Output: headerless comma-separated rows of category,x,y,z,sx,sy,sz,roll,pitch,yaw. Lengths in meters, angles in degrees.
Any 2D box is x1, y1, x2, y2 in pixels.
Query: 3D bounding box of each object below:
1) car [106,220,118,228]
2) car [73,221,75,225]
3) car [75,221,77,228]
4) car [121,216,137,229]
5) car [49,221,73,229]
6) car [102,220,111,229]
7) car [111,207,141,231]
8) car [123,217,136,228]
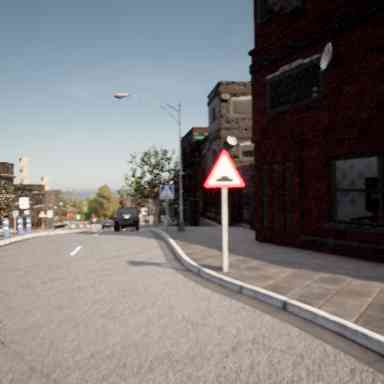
car,-14.532,5.912,60.711,1.895,1.301,4.718,-1,-5,-10
car,-32.907,8.401,84.136,4.553,1.767,2.185,0,-6,-30
car,-33.432,8.843,87.104,4.792,1.488,2.163,0,-6,-30
car,-7.943,3.899,42.073,1.812,1.442,4.674,-1,-5,-10
car,-32.322,8.238,81.151,4.892,1.521,2.231,0,-6,-30
car,-12.932,5.008,51.895,1.994,1.385,4.181,-1,-5,-9
car,-5.867,2.438,30.293,2.150,2.045,5.566,-1,-5,-10
car,-9.705,4.827,52.012,1.882,1.535,5.008,-1,-5,-10
